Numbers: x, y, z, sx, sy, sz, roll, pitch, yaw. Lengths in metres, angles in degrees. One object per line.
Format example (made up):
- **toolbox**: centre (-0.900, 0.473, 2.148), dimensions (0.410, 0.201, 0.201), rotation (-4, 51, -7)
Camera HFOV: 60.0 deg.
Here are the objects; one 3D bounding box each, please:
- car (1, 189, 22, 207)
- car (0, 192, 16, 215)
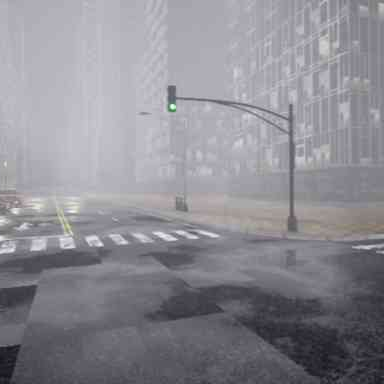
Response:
- **car**: centre (-20.691, 0.646, 37.797), dimensions (2.150, 2.045, 5.566), rotation (-1, 1, -23)
- **car**: centre (-16.500, 1.082, 28.028), dimensions (2.128, 1.511, 4.902), rotation (-1, 1, -23)
